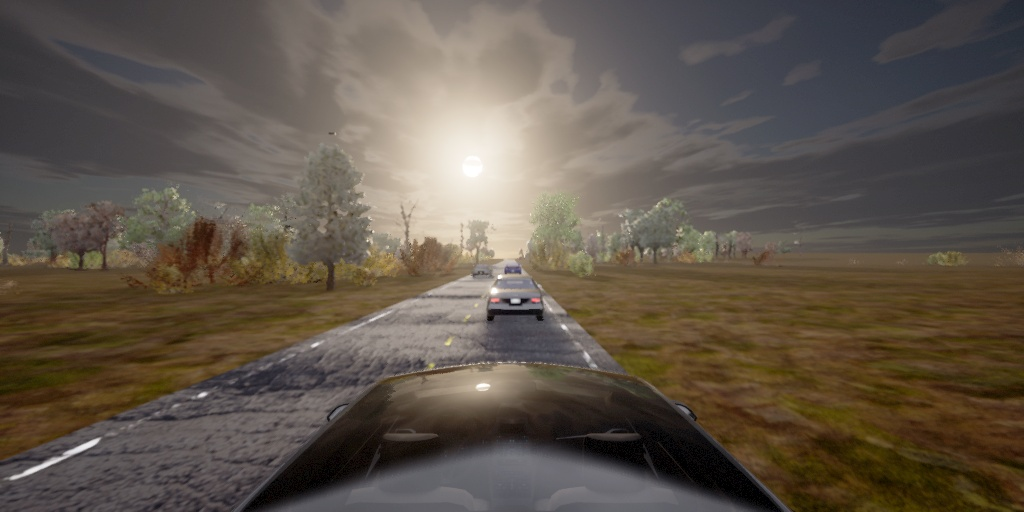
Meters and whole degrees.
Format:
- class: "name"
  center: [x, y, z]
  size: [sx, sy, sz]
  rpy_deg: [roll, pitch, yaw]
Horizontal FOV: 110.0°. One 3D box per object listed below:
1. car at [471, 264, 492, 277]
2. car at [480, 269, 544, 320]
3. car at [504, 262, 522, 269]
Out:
- class: "car"
  center: [-3.095, 1.525, 37.866]
  size: [1.994, 1.385, 4.181]
  rpy_deg: [0, 0, 0]
- class: "car"
  center: [0.098, 1.366, 12.907]
  size: [2.033, 1.411, 5.357]
  rpy_deg: [0, 0, 0]
- class: "car"
  center: [0.090, 1.458, 41.143]
  size: [1.882, 1.535, 5.008]
  rpy_deg: [0, 0, 0]
